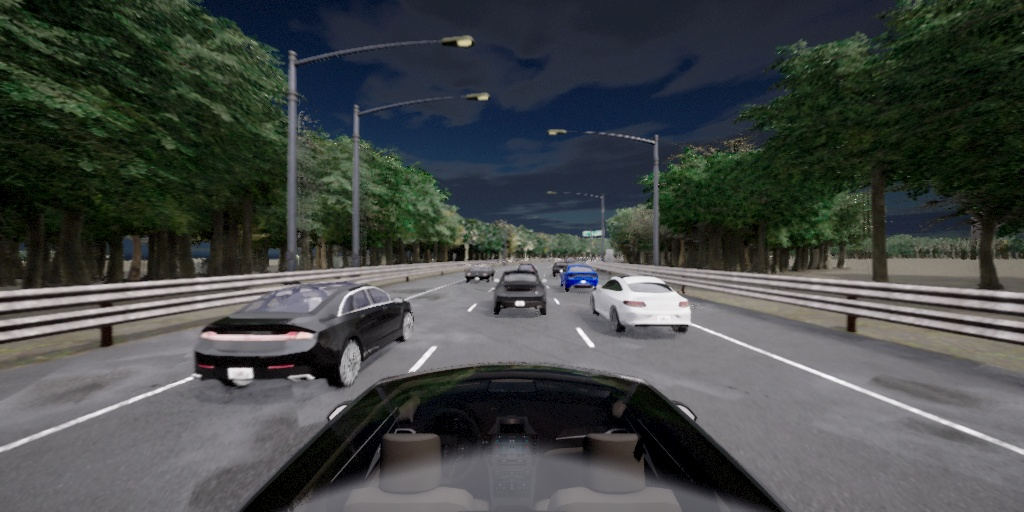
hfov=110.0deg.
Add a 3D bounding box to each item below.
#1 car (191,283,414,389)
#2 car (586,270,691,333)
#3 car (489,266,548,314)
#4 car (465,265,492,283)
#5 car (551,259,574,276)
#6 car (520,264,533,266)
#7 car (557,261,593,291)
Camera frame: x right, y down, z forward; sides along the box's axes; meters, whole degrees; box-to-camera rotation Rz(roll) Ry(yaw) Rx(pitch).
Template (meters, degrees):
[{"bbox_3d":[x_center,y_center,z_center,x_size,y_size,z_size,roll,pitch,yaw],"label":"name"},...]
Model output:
[{"bbox_3d":[-3.331,1.248,6.868,2.128,1.511,4.902,0,0,1],"label":"car"},{"bbox_3d":[3.627,1.305,10.734,1.812,1.442,4.674,0,0,1],"label":"car"},{"bbox_3d":[0.322,1.284,13.895,1.837,1.490,4.892,0,0,2],"label":"car"},{"bbox_3d":[-2.450,1.410,28.898,1.895,1.301,4.718,0,0,4],"label":"car"},{"bbox_3d":[5.176,1.346,37.836,1.837,1.490,4.892,0,0,5],"label":"car"},{"bbox_3d":[1.266,1.386,31.587,1.994,1.385,4.181,0,0,4],"label":"car"},{"bbox_3d":[4.060,1.285,22.210,1.882,1.535,5.008,0,0,3],"label":"car"}]
